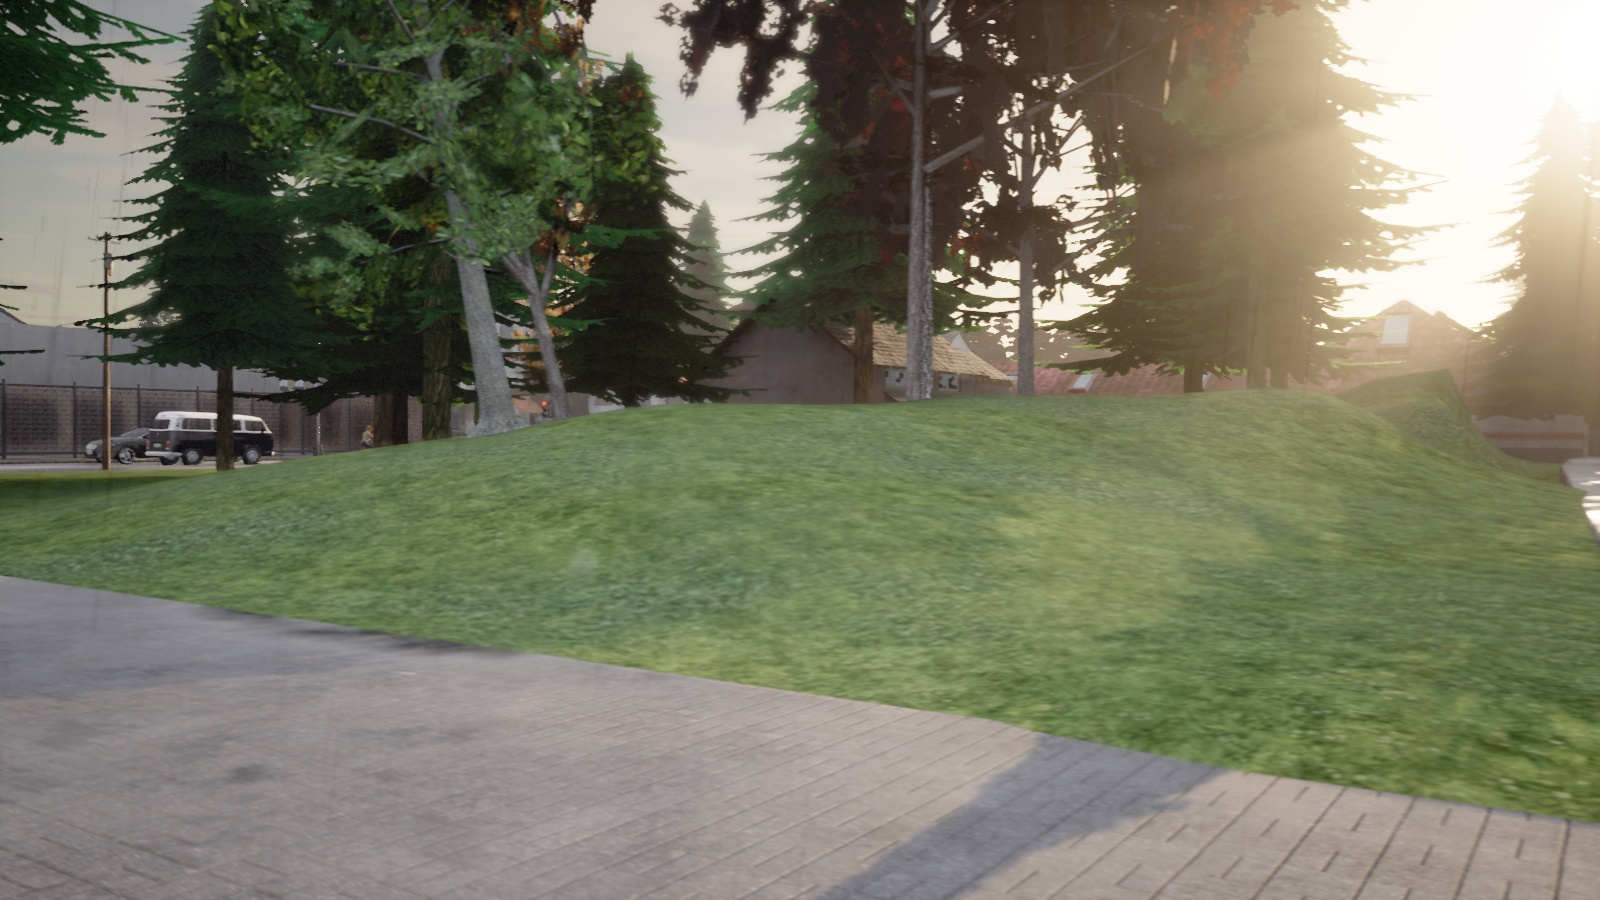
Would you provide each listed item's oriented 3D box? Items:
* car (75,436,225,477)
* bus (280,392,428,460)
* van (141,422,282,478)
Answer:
[{"bbox_3d":[-25.995,0.235,50.413,2.128,1.511,4.902,0,1,33],"label":"car"},{"bbox_3d":[-29.741,-1.516,83.541,10.273,4.253,3.944,-1,1,35],"label":"bus"},{"bbox_3d":[-22.584,-0.007,48.316,2.069,2.038,4.480,0,0,34],"label":"van"}]
